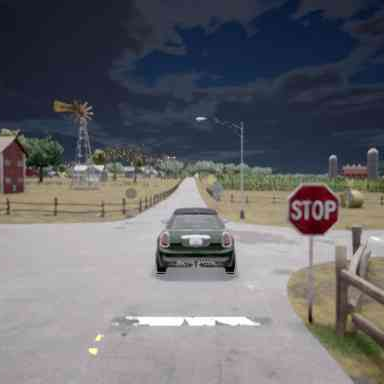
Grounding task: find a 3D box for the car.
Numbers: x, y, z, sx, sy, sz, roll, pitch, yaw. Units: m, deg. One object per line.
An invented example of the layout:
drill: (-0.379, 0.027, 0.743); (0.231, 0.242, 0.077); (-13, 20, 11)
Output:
car: (0.096, 1.266, 10.539); (2.097, 1.767, 4.553); (0, 0, 0)
